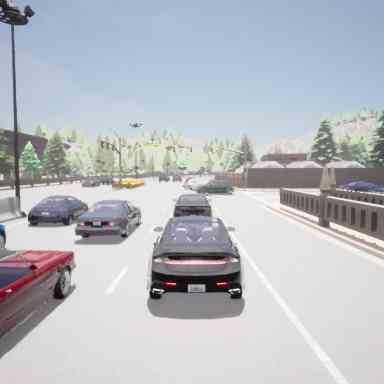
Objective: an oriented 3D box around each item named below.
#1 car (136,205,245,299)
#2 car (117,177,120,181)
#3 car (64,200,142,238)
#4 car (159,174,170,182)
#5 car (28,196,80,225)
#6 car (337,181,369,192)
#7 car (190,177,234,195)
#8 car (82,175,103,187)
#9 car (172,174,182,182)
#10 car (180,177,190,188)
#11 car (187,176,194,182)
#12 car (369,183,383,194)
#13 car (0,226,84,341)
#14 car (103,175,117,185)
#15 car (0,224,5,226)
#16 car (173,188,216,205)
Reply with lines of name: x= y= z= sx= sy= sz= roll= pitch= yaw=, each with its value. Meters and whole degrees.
car: x=0.067 y=1.327 z=8.043 sx=2.128 sy=1.511 sz=4.902 roll=0 pitch=2 yaw=0
car: x=-17.895 y=-2.821 z=78.968 sx=1.812 sy=1.442 sz=4.674 roll=0 pitch=3 yaw=0
car: x=-3.466 y=1.049 z=14.626 sx=2.033 sy=1.411 sz=5.357 roll=0 pitch=3 yaw=0
car: x=-7.437 y=-3.616 z=86.986 sx=2.150 sy=2.045 sz=5.566 roll=0 pitch=3 yaw=0
car: x=-6.980 y=0.878 z=17.804 sx=1.994 sy=1.385 sz=4.181 roll=0 pitch=3 yaw=0
car: x=20.870 y=-0.609 z=42.046 sx=4.674 sy=1.442 sz=1.812 roll=0 pitch=3 yaw=2
car: x=2.465 y=-0.542 z=38.030 sx=4.553 sy=1.767 sz=2.097 roll=-1 pitch=4 yaw=-10
car: x=-17.856 y=-1.795 z=58.963 sx=2.097 sy=1.767 sz=4.553 roll=0 pitch=3 yaw=0
car: x=-3.937 y=-3.617 z=87.004 sx=2.150 sy=2.045 sz=5.566 roll=0 pitch=3 yaw=0
car: x=0.083 y=-1.052 z=49.451 sx=1.812 sy=1.442 sz=4.674 roll=-2 pitch=4 yaw=-17
car: x=-0.441 y=-3.354 z=87.854 sx=1.812 sy=1.442 sz=4.674 roll=0 pitch=3 yaw=0
car: x=23.574 y=-0.393 z=38.455 sx=4.674 sy=1.442 sz=1.812 roll=0 pitch=3 yaw=2
car: x=-3.421 y=1.527 z=5.110 sx=1.895 sy=1.301 sz=4.718 roll=0 pitch=1 yaw=0
car: x=-17.843 y=-2.515 z=68.858 sx=2.150 sy=2.045 sz=5.566 roll=0 pitch=3 yaw=0
car: x=-6.937 y=1.282 z=8.831 sx=1.882 sy=1.535 sz=5.008 roll=0 pitch=2 yaw=0
car: x=0.025 y=0.814 z=17.464 sx=1.882 sy=1.535 sz=5.008 roll=0 pitch=3 yaw=-1
